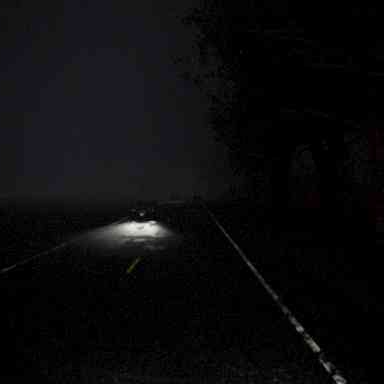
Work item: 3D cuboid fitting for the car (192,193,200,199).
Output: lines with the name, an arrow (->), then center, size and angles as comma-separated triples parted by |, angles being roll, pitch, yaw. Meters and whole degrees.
car -> 1.040, 0.926, 79.190 | 1.837, 1.490, 4.892 | 0, 1, 0

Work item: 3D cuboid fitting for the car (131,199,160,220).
car -> -3.602, 1.334, 26.329 | 2.128, 1.511, 4.902 | 0, 0, 0

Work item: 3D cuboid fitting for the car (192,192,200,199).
car -> 1.040, 0.842, 85.191 | 1.882, 1.535, 5.008 | 0, 1, 0

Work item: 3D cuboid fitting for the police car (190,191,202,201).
police car -> 1.041, 0.935, 69.299 | 1.930, 1.638, 5.238 | 0, 0, 0

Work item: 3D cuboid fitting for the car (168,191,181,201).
car -> -3.509, 0.738, 67.670 | 2.150, 2.045, 5.566 | 0, 1, 0
